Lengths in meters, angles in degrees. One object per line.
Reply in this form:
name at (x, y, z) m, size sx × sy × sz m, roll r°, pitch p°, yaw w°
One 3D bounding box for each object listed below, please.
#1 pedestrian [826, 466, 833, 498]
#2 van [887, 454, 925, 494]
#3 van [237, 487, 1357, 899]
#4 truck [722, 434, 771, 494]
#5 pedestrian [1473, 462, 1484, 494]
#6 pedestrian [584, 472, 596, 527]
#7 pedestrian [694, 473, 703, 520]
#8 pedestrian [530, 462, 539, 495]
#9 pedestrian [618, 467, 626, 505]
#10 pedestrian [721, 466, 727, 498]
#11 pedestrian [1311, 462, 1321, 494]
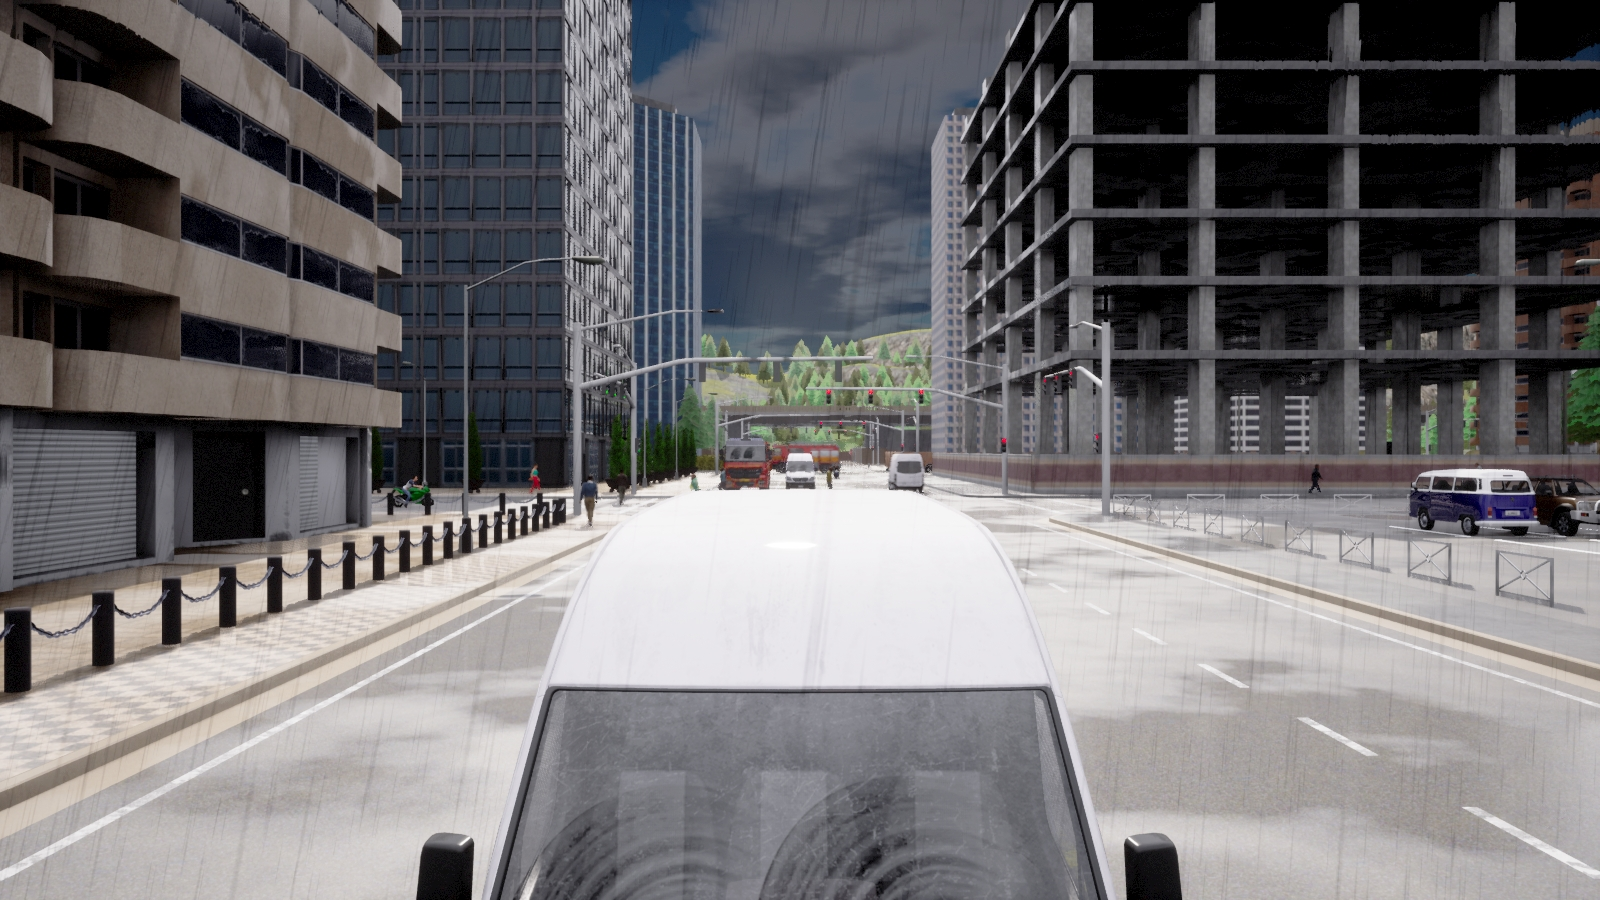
pedestrian at (1.735, 1.846, 66.645) m, size 0.375 × 1.860 × 0.375 m, roll 0°, pitch 0°, yaw -1°
van at (7.007, 1.534, 76.145) m, size 1.988 × 2.561 × 5.915 m, roll 0°, pitch 0°, yaw 0°
van at (-0.002, 1.534, 4.985) m, size 1.988 × 2.561 × 5.915 m, roll 0°, pitch 0°, yaw 0°
truck at (-3.496, 0.891, 77.013) m, size 2.891 × 3.827 × 8.468 m, roll 0°, pitch 0°, yaw 0°
pedestrian at (39.588, 1.640, 66.665) m, size 0.375 × 1.860 × 0.375 m, roll 0°, pitch 0°, yaw 1°
pedestrian at (-7.243, 1.697, 39.379) m, size 0.375 × 1.860 × 0.375 m, roll 0°, pitch 0°, yaw -8°
pedestrian at (-4.036, 1.845, 45.487) m, size 0.375 × 1.860 × 0.375 m, roll 0°, pitch 0°, yaw -4°
pedestrian at (-15.134, 1.641, 65.041) m, size 0.375 × 1.860 × 0.375 m, roll 0°, pitch 0°, yaw 11°
pedestrian at (-8.906, 1.805, 57.197) m, size 0.375 × 1.860 × 0.375 m, roll 0°, pitch 0°, yaw -3°
pedestrian at (-4.432, 1.848, 66.751) m, size 0.375 × 1.860 × 0.375 m, roll 0°, pitch 0°, yaw -4°
pedestrian at (30.070, 1.641, 66.598) m, size 0.375 × 1.860 × 0.375 m, roll 0°, pitch 0°, yaw -1°
